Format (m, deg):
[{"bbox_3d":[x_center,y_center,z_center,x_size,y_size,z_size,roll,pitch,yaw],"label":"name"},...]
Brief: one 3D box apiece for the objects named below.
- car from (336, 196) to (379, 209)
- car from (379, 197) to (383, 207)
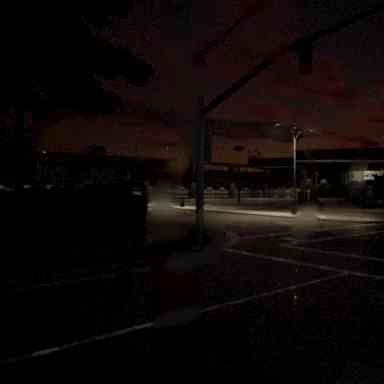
[{"bbox_3d":[21.112,1.287,43.268,2.242,1.667,4.611,0,0,-35],"label":"car"},{"bbox_3d":[25.377,1.447,47.192,1.970,1.475,3.806,0,0,-35],"label":"car"}]
